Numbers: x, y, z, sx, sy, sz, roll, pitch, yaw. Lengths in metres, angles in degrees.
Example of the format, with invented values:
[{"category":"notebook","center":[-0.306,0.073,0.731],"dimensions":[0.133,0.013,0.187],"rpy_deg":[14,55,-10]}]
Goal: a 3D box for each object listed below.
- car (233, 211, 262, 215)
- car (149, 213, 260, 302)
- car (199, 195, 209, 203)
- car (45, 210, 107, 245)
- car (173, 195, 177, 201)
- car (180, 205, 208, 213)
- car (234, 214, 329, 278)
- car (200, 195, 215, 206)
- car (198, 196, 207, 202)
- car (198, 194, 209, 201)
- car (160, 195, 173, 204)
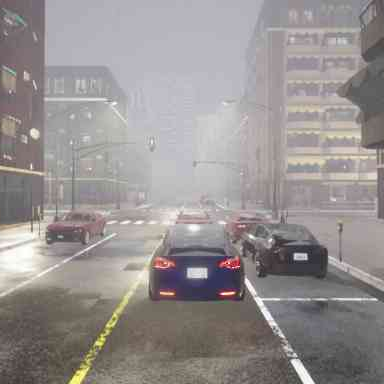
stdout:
[{"category":"car","center":[2.572,1.549,15.628],"dimensions":[1.887,1.381,4.507],"rpy_deg":[1,0,0]},{"category":"car","center":[0.100,1.506,8.340],"dimensions":[2.163,1.488,4.792],"rpy_deg":[0,0,0]},{"category":"car","center":[2.567,1.491,70.753],"dimensions":[1.967,1.590,4.097],"rpy_deg":[1,0,0]},{"category":"car","center":[-5.275,1.549,15.599],"dimensions":[1.887,1.381,4.507],"rpy_deg":[1,0,0]},{"category":"car","center":[-5.316,1.621,87.810],"dimensions":[1.887,1.381,4.507],"rpy_deg":[1,0,0]},{"category":"car","center":[0.093,1.606,18.063],"dimensions":[1.895,1.301,4.718],"rpy_deg":[0,0,0]},{"category":"car","center":[2.572,1.568,9.957],"dimensions":[1.947,1.339,4.313],"rpy_deg":[1,0,0]},{"category":"car","center":[2.698,1.576,53.684],"dimensions":[1.887,1.381,4.507],"rpy_deg":[1,0,0]},{"category":"car","center":[2.565,1.633,82.132],"dimensions":[1.947,1.339,4.313],"rpy_deg":[1,0,0]},{"category":"car","center":[2.602,1.357,63.630],"dimensions":[2.192,1.841,5.009],"rpy_deg":[1,0,0]},{"category":"car","center":[-5.330,1.595,65.052],"dimensions":[2.008,1.369,4.403],"rpy_deg":[1,0,0]}]
